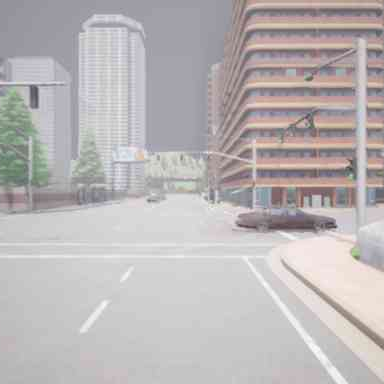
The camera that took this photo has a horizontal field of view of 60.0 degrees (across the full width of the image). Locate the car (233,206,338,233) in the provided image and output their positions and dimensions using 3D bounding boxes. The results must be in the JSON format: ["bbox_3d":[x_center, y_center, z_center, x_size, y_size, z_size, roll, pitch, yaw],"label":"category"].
[{"bbox_3d":[4.998,1.479,18.214,5.357,1.411,2.033,0,0,-1],"label":"car"}]

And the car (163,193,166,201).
[{"bbox_3d":[-6.971,1.060,75.340,2.097,1.767,4.553,0,0,0],"label":"car"}]

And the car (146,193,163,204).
[{"bbox_3d":[-7.001,1.316,59.626,2.033,1.411,5.357,0,0,1],"label":"car"}]
